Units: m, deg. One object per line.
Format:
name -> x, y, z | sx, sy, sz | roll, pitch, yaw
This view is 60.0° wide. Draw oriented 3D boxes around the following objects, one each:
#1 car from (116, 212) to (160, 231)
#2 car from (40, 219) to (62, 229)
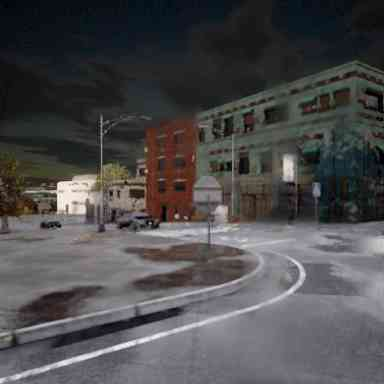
car -> -4.162, 2.184, 25.213 | 1.994, 1.385, 4.181 | 0, -4, -37
car -> -19.694, 4.447, 46.211 | 2.033, 1.411, 5.357 | 0, -5, -36
